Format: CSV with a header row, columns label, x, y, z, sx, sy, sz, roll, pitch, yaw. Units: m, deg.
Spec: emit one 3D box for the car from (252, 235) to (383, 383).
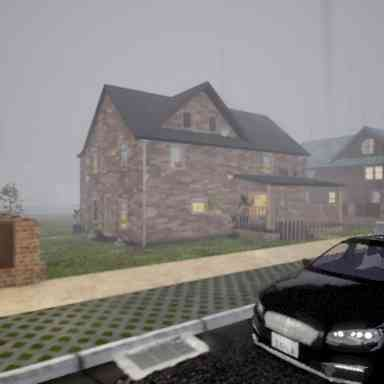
label,x,y,z,sx,sy,sz,roll,pitch,yaw
car,3.062,1.498,5.258,4.902,1.511,2.128,0,0,-36
